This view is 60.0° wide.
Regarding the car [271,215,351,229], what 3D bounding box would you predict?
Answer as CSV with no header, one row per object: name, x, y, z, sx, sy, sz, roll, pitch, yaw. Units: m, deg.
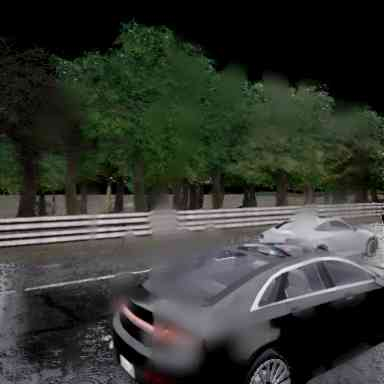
car,4.198,1.493,10.911,4.674,1.442,1.812,0,0,-35

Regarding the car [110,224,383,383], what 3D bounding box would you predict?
car,1.344,1.478,4.661,4.902,1.511,2.128,0,0,-35
